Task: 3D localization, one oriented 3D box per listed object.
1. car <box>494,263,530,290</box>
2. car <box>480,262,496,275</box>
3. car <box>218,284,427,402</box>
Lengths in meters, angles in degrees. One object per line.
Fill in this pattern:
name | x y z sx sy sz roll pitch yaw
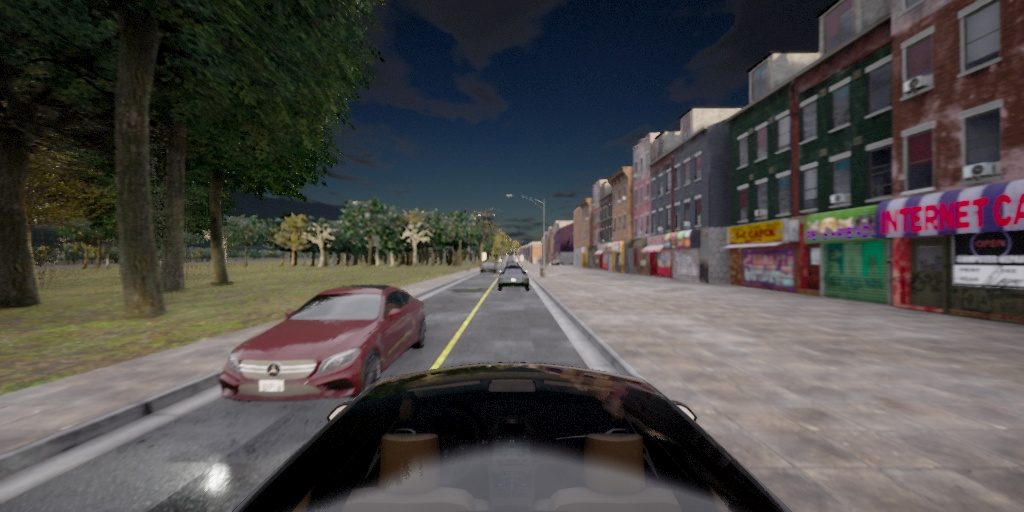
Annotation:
car | 0.094 1.381 23.246 1.994 1.385 4.181 0 0 0
car | -2.848 1.431 43.929 1.882 1.535 5.008 0 0 0
car | -2.841 1.283 6.569 1.812 1.442 4.674 0 0 0
